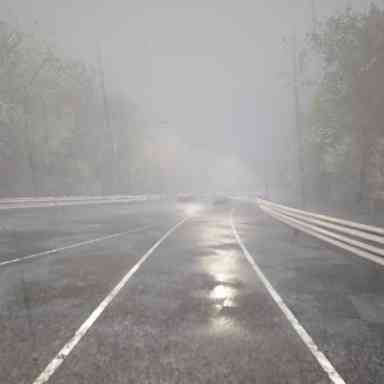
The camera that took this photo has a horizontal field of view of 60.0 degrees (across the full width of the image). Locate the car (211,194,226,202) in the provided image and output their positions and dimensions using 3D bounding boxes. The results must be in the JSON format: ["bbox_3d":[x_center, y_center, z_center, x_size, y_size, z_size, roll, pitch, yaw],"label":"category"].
[{"bbox_3d":[5.279,1.165,65.692,1.994,1.385,4.181,1,1,16],"label":"car"}]

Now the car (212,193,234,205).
[{"bbox_3d":[4.692,1.271,51.281,2.033,1.411,5.357,1,1,16],"label":"car"}]

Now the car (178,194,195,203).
[{"bbox_3d":[-0.828,1.066,57.316,1.882,1.535,5.008,1,1,16],"label":"car"}]
